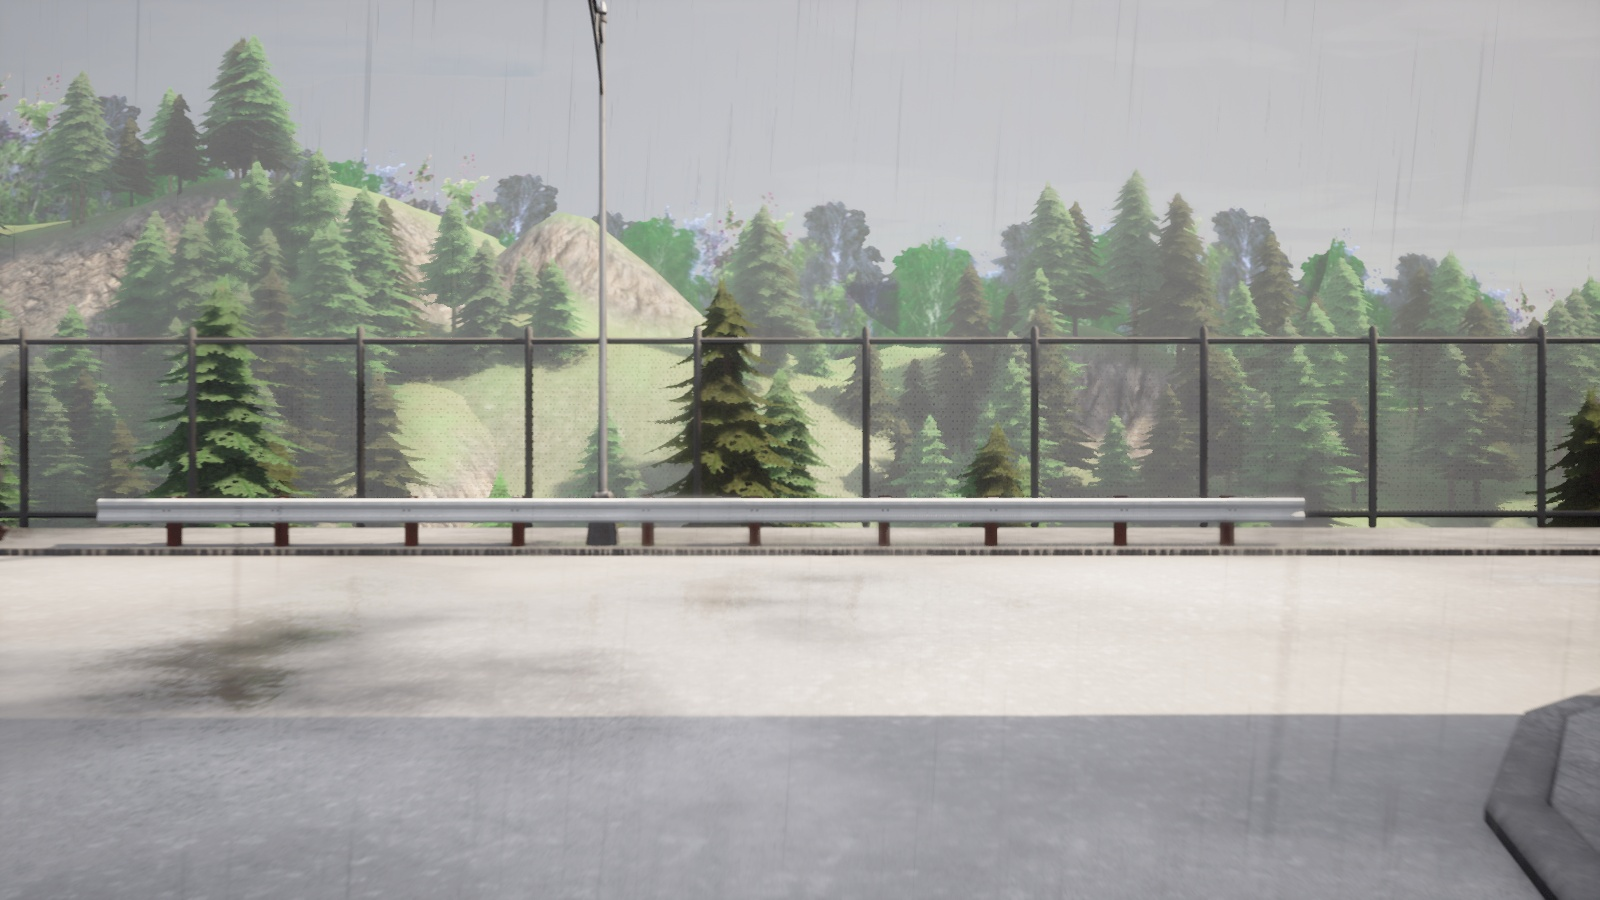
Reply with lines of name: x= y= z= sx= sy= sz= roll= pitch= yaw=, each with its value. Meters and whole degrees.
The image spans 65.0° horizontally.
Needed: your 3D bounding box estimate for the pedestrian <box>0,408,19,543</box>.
pedestrian: x=-11.279 y=0.346 z=17.329 sx=0.694 sy=1.848 sz=0.540 roll=0 pitch=0 yaw=-12
